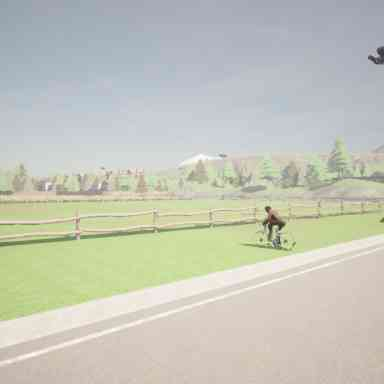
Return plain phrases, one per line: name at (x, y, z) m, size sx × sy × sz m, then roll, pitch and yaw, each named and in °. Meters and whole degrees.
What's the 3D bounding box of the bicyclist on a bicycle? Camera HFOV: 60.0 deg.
bicyclist on a bicycle at (2.961, 1.333, 12.213) m, size 1.656 × 1.620 × 0.582 m, roll -3°, pitch -2°, yaw 38°
